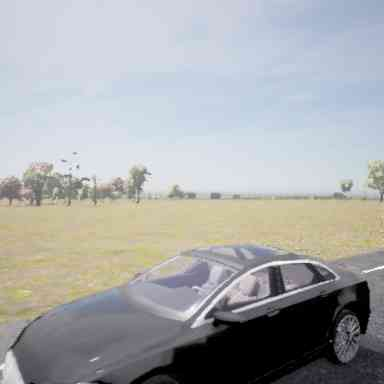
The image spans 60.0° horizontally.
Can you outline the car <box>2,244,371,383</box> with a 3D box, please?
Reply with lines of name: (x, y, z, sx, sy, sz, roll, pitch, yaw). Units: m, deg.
car: (0.389, 1.508, 4.277, 4.902, 1.511, 2.128, 0, 0, -36)
